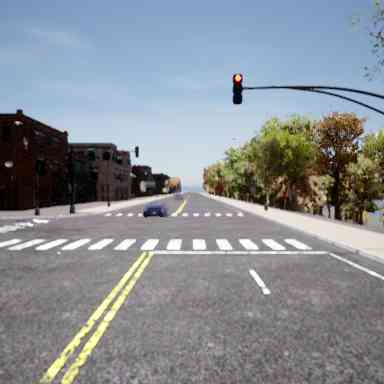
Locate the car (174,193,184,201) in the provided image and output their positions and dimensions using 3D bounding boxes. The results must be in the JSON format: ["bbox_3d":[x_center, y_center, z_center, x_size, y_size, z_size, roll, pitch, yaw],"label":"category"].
[{"bbox_3d":[-2.990,1.073,75.354,2.097,1.767,4.553,0,0,0],"label":"car"}]

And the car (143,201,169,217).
[{"bbox_3d":[-3.099,1.502,29.260,1.994,1.385,4.181,0,0,0],"label":"car"}]
